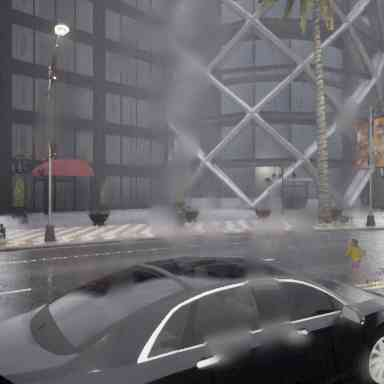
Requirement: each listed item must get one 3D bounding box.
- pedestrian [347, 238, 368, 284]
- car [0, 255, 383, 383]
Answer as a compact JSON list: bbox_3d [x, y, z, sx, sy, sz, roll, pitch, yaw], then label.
[{"bbox_3d":[4.086,1.674,8.301,0.500,1.100,0.500,0,0,-23],"label":"pedestrian"},{"bbox_3d":[0.466,1.505,3.733,4.892,1.490,1.837,0,0,-32],"label":"car"}]
